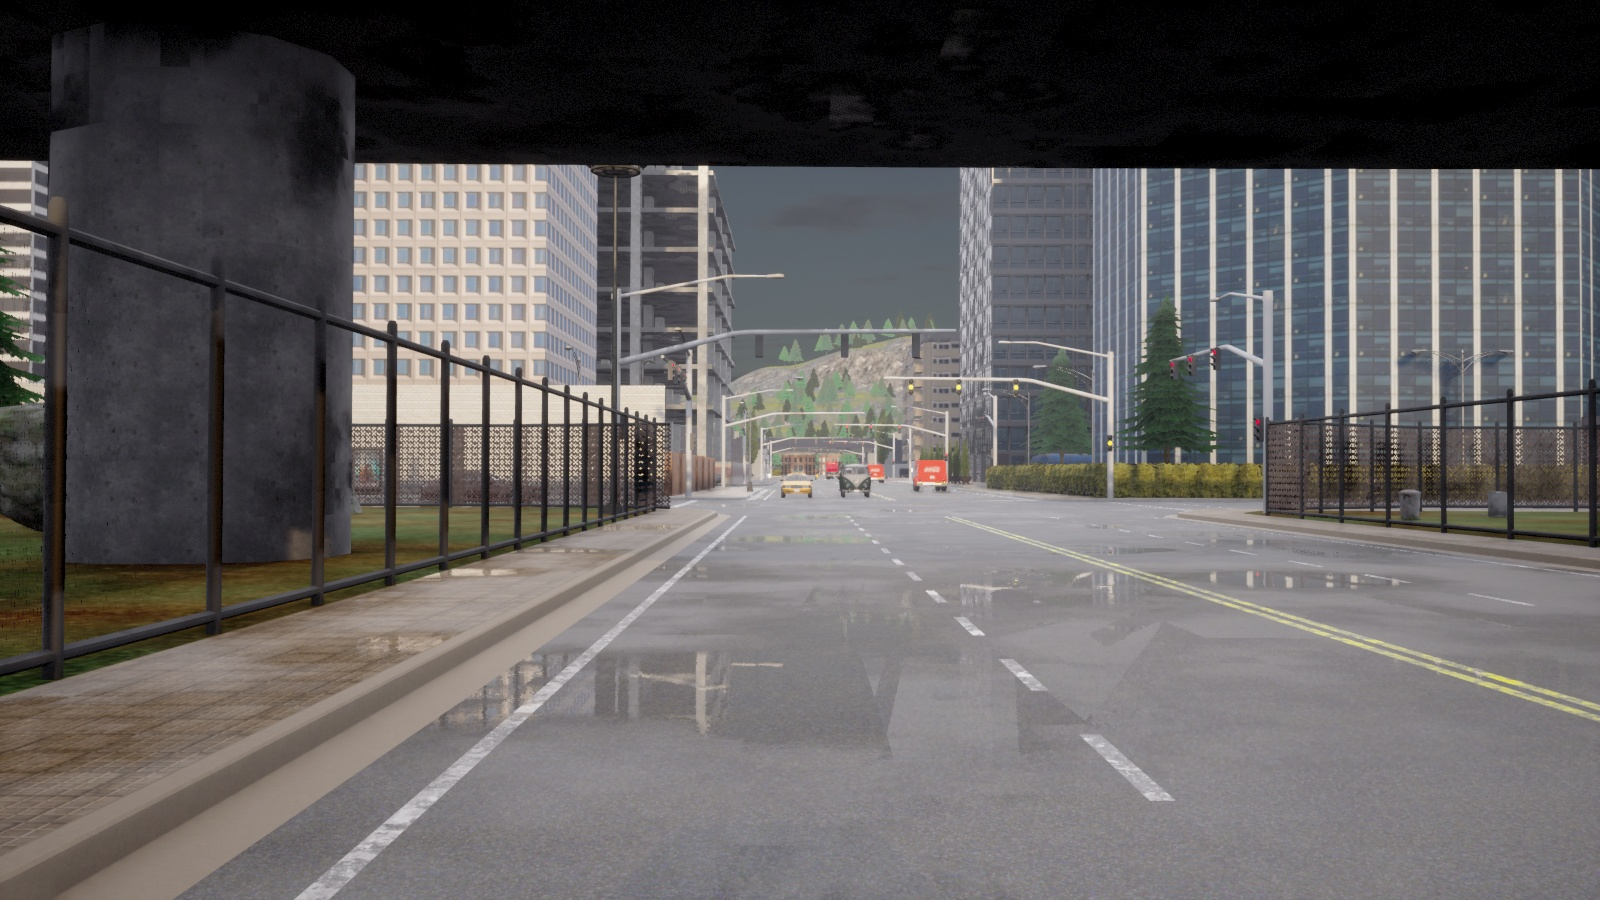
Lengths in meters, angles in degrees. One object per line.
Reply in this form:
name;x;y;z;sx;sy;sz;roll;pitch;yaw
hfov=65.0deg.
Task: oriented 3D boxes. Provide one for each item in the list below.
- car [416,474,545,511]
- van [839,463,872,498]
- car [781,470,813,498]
car;-12.717;1.676;50.171;4.674;1.442;1.812;0;-1;0
van;3.321;1.820;75.588;1.775;1.987;4.442;0;-1;0
car;-0.175;1.995;74.092;1.801;1.575;5.366;0;-1;0
